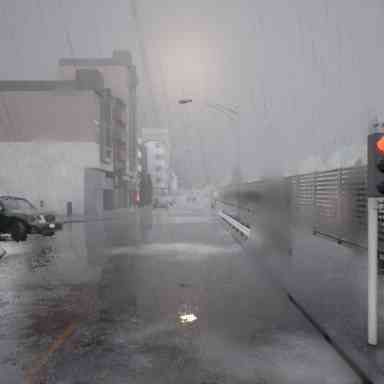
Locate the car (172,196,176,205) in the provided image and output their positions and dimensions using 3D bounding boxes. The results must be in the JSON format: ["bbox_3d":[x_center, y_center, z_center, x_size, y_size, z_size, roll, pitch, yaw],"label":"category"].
[{"bbox_3d":[-4.116,1.468,54.559,1.882,1.535,5.008,0,0,0],"label":"car"}]

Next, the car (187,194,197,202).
[{"bbox_3d":[-0.042,1.341,76.595,2.097,1.767,4.553,0,0,0],"label":"car"}]

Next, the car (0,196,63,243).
[{"bbox_3d":[-9.041,1.220,16.125,5.566,2.045,2.150,0,-1,18],"label":"car"}]

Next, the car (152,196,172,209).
[{"bbox_3d":[-4.118,1.496,44.325,1.837,1.490,4.892,0,0,0],"label":"car"}]

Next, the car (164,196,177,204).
[{"bbox_3d":[-4.080,1.480,64.807,2.128,1.511,4.902,0,0,0],"label":"car"}]
